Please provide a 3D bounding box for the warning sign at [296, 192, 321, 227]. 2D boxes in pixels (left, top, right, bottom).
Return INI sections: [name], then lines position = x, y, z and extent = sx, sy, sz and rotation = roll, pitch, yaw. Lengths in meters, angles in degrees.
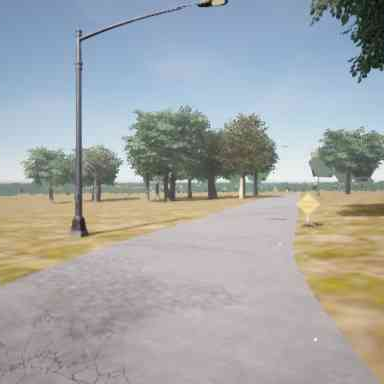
[warning sign]
position = 6.653, 0.979, 19.060
extent = 1.300, 1.860, 1.060
rotation = 1, 2, 18
